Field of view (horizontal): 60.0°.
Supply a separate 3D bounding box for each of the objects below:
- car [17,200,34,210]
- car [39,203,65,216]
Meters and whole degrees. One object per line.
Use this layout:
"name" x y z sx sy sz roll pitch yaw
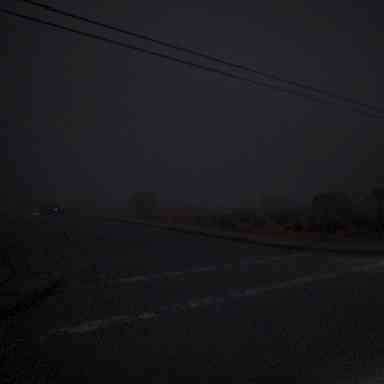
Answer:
"car" -25.871 1.930 51.603 2.128 1.511 4.902 1 -2 -35
"car" -15.786 1.905 37.419 1.994 1.385 4.181 1 -1 -35
